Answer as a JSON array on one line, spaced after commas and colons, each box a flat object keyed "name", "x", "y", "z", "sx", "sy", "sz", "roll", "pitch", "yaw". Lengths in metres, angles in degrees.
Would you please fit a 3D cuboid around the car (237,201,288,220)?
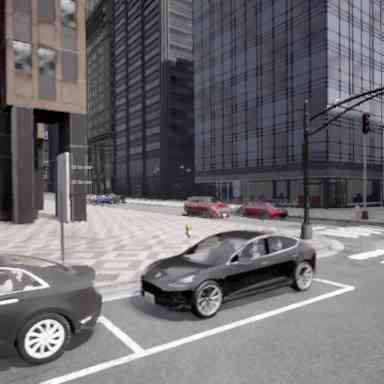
[{"name": "car", "x": 5.518, "y": 1.371, "z": 26.414, "sx": 1.994, "sy": 1.385, "sz": 4.181, "roll": -1, "pitch": 1, "yaw": -35}]

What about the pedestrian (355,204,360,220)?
[{"name": "pedestrian", "x": 11.567, "y": 1.344, "z": 23.200, "sx": 0.500, "sy": 1.100, "sz": 0.500, "roll": 0, "pitch": 0, "yaw": -36}]

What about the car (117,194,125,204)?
[{"name": "car", "x": -11.730, "y": 1.017, "z": 50.441, "sx": 1.837, "sy": 1.490, "sz": 4.892, "roll": -1, "pitch": 1, "yaw": -35}]

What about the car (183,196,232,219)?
[{"name": "car", "x": 1.192, "y": 1.172, "z": 26.981, "sx": 2.097, "sy": 1.767, "sz": 4.553, "roll": -1, "pitch": 1, "yaw": -36}]

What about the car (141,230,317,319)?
[{"name": "car", "x": 0.992, "y": 1.559, "z": 7.366, "sx": 4.313, "sy": 1.339, "sz": 1.947, "roll": 0, "pitch": -1, "yaw": -35}]

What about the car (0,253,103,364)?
[{"name": "car", "x": -3.388, "y": 1.551, "z": 4.243, "sx": 4.403, "sy": 1.369, "sz": 2.008, "roll": 0, "pitch": -1, "yaw": -35}]

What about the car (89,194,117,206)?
[{"name": "car", "x": -12.698, "y": 1.182, "z": 46.449, "sx": 1.895, "sy": 1.301, "sz": 4.718, "roll": -1, "pitch": 1, "yaw": -35}]
